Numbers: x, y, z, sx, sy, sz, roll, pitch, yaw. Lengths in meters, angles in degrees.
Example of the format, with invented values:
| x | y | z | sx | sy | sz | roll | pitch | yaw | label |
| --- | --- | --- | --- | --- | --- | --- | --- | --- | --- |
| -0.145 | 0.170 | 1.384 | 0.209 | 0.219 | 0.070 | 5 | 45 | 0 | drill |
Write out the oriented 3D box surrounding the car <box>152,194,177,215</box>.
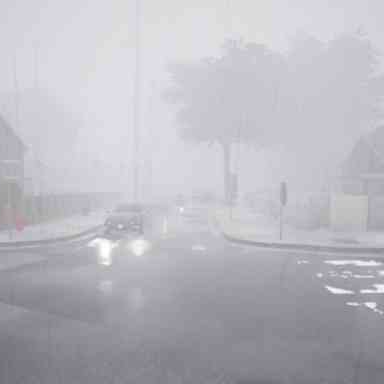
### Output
| x | y | z | sx | sy | sz | roll | pitch | yaw | label |
| --- | --- | --- | --- | --- | --- | --- | --- | --- | --- |
| -2.779 | 1.093 | 29.222 | 1.882 | 1.535 | 5.008 | 0 | 1 | 4 | car |

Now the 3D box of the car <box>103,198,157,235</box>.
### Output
| x | y | z | sx | sy | sz | roll | pitch | yaw | label |
| --- | --- | --- | --- | --- | --- | --- | --- | --- | --- |
| -3.168 | 1.273 | 17.155 | 1.837 | 1.490 | 4.892 | 0 | 1 | 0 | car |

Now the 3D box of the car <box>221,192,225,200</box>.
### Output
| x | y | z | sx | sy | sz | roll | pitch | yaw | label |
| --- | --- | --- | --- | --- | --- | --- | --- | --- | --- |
| 4.715 | 0.590 | 61.260 | 2.097 | 1.767 | 4.553 | 1 | 1 | 14 | car |

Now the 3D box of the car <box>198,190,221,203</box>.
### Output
| x | y | z | sx | sy | sz | roll | pitch | yaw | label |
| --- | --- | --- | --- | --- | --- | --- | --- | --- | --- |
| 2.721 | 0.720 | 51.545 | 2.097 | 1.767 | 4.553 | 1 | 1 | 11 | car |

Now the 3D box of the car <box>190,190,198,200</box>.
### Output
| x | y | z | sx | sy | sz | roll | pitch | yaw | label |
| --- | --- | --- | --- | --- | --- | --- | --- | --- | --- |
| 0.714 | 0.449 | 55.773 | 2.097 | 1.767 | 4.553 | 1 | 1 | 11 | car |

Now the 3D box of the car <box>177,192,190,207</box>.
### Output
| x | y | z | sx | sy | sz | roll | pitch | yaw | label |
| --- | --- | --- | --- | --- | --- | --- | --- | --- | --- |
| -1.742 | 0.988 | 40.477 | 1.837 | 1.490 | 4.892 | 0 | 1 | 7 | car |
